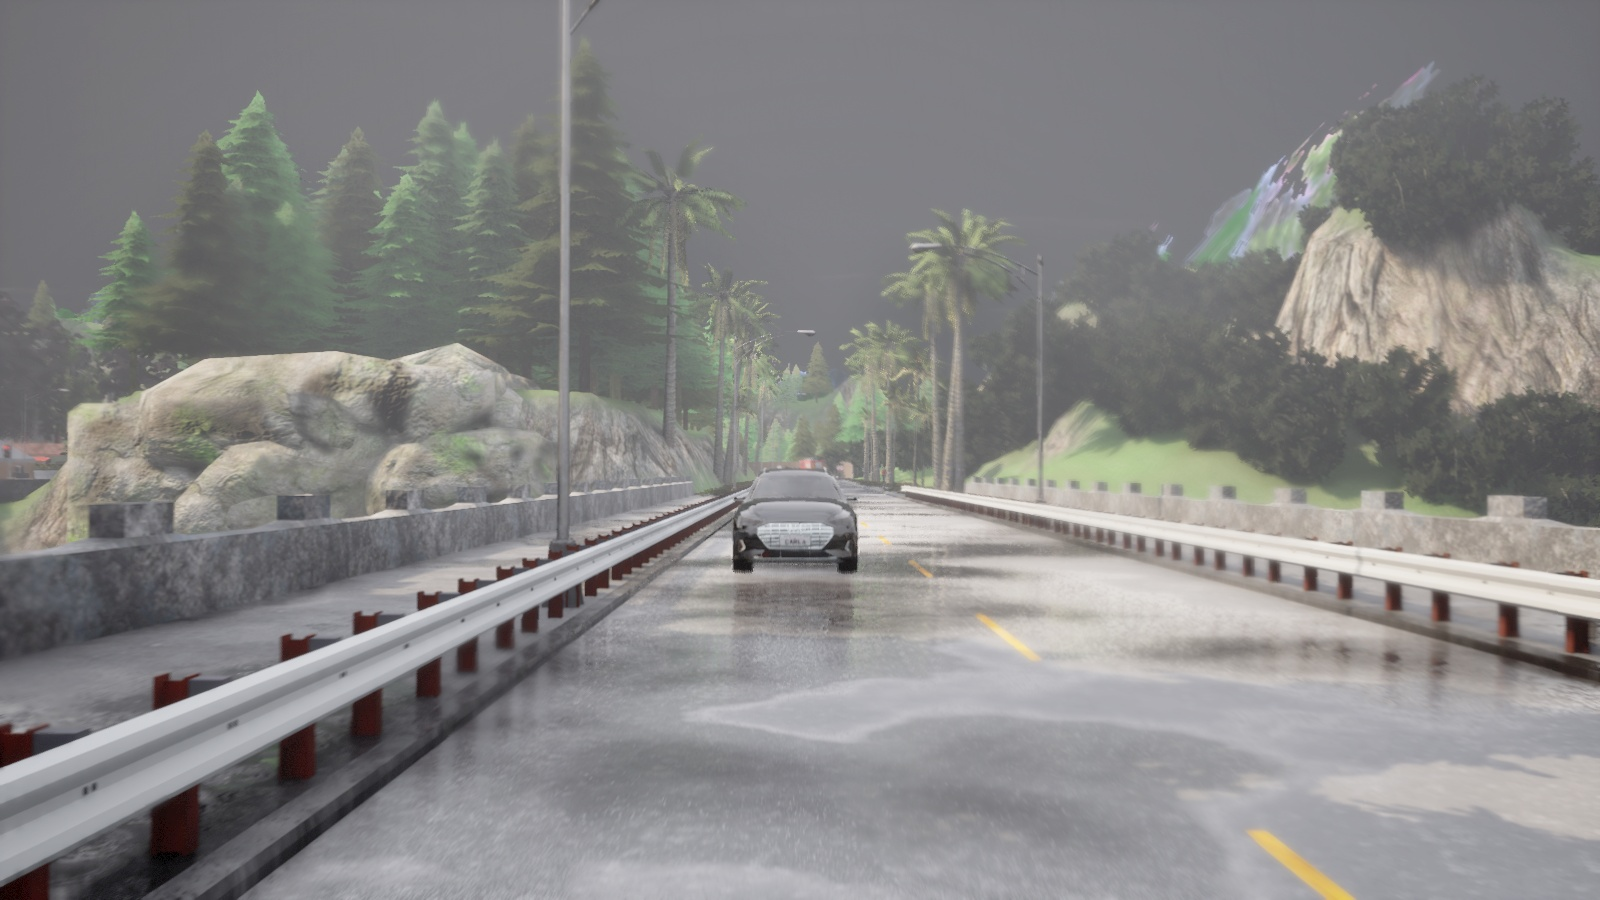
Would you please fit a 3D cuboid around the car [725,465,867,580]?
[{"bbox_3d":[-0.065,1.089,20.570,2.033,1.649,4.856,0,-1,0],"label":"car"}]
